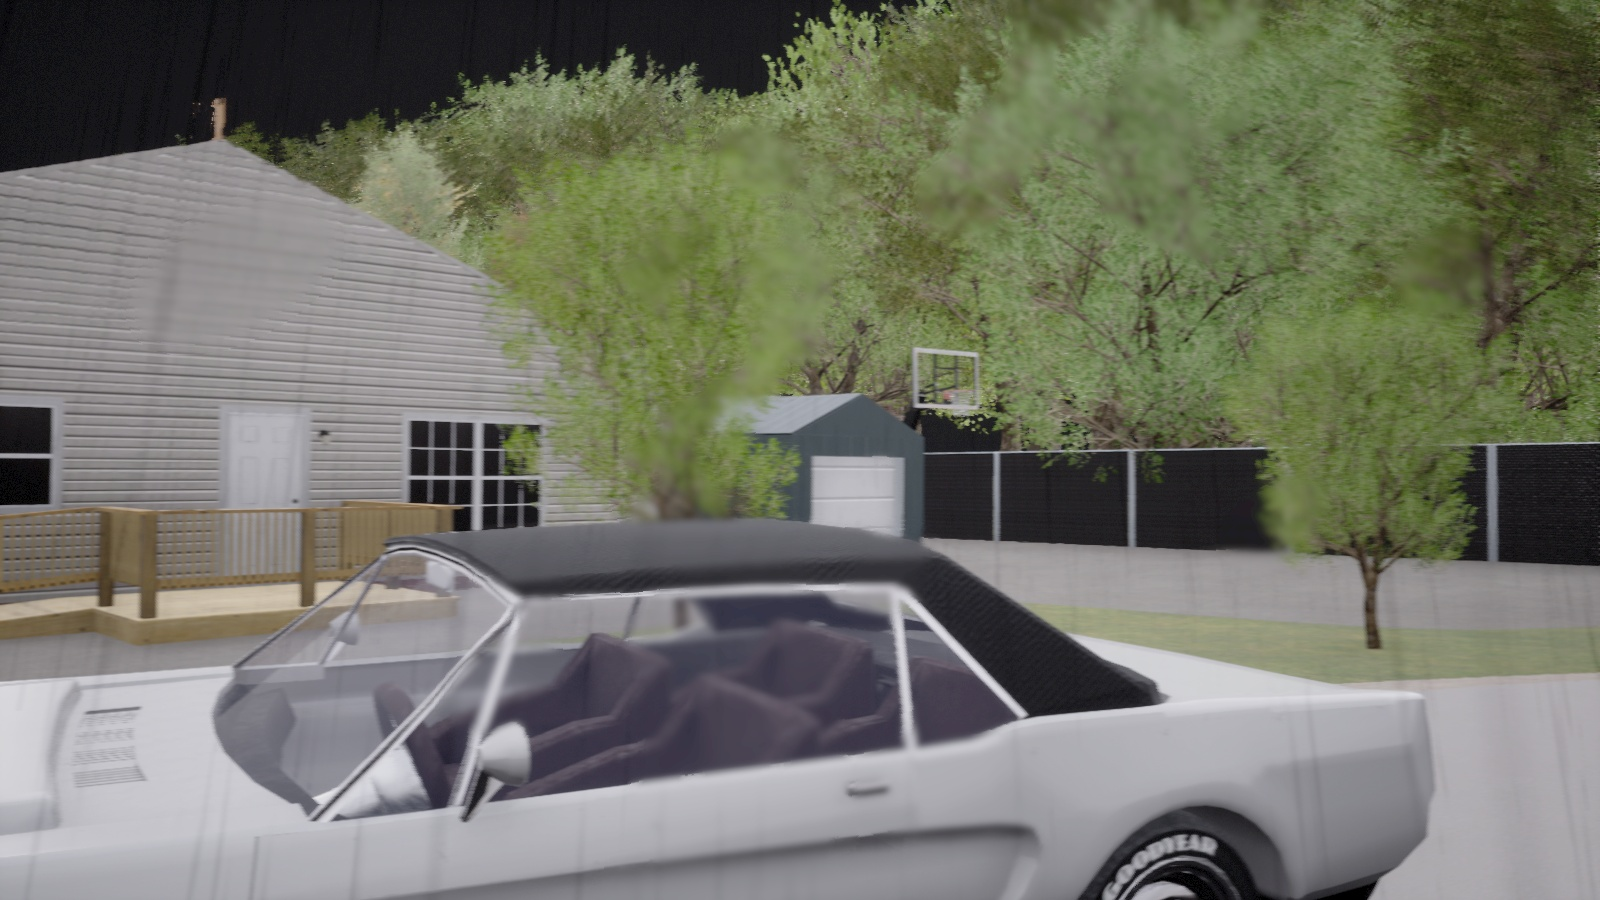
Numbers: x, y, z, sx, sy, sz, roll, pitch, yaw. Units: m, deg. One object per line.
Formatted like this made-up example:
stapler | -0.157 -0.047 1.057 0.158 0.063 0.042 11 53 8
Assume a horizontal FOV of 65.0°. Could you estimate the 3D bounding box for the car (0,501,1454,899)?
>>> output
car | -0.783 0.853 3.054 4.718 1.301 1.895 0 0 -28
